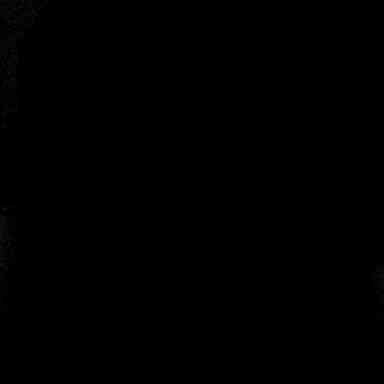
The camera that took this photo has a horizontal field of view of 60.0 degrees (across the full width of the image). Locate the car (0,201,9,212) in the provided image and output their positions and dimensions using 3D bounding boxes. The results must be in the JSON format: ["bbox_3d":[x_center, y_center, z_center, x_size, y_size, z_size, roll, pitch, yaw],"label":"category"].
[{"bbox_3d":[-19.368,1.181,29.152,2.192,1.841,5.009,0,-1,36],"label":"car"}]

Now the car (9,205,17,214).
[{"bbox_3d":[-16.225,1.525,33.541,1.802,1.307,4.206,0,-1,36],"label":"car"}]
